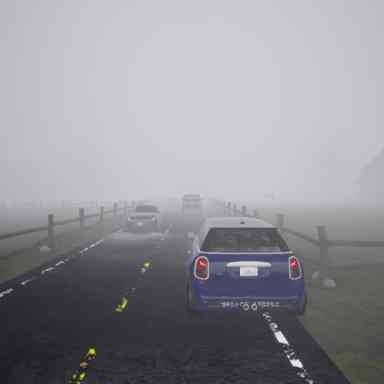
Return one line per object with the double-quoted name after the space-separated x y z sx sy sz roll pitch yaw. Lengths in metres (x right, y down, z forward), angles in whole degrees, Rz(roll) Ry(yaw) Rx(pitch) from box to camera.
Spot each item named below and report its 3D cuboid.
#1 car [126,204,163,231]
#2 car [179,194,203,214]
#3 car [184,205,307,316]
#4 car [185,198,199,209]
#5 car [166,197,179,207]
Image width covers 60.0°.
-2.892 1.524 20.897 1.812 1.442 4.674 0 0 0 "car"
0.002 1.226 35.716 2.150 2.045 5.566 0 0 0 "car"
0.947 1.349 7.682 2.097 1.767 4.553 0 0 0 "car"
-0.040 1.537 46.361 1.812 1.442 4.674 0 0 0 "car"
-2.847 1.540 50.113 1.812 1.442 4.674 0 0 0 "car"
